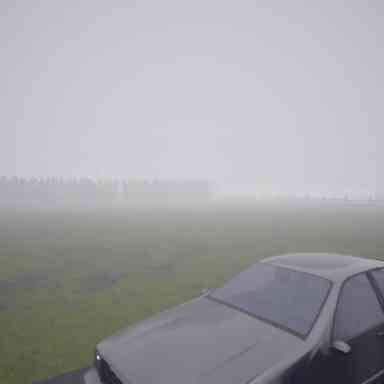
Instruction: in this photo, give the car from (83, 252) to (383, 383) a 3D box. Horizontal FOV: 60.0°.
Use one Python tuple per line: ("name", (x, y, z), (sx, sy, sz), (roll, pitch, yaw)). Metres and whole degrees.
("car", (1.547, 1.547, 4.173), (5.357, 1.411, 2.033), (0, 0, -35))
